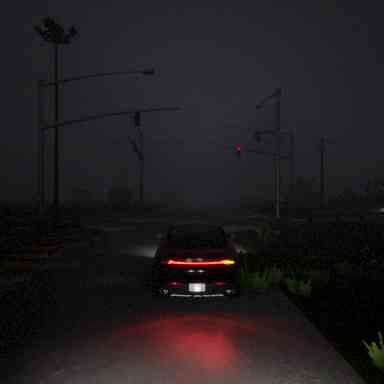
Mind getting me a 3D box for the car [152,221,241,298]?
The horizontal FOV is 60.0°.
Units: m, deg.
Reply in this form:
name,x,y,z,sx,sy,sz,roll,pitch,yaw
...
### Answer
name,x,y,z,sx,sy,sz,roll,pitch,yaw
car,0.093,1.505,8.522,1.837,1.490,4.892,0,0,0
